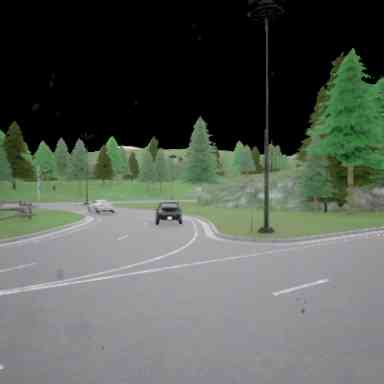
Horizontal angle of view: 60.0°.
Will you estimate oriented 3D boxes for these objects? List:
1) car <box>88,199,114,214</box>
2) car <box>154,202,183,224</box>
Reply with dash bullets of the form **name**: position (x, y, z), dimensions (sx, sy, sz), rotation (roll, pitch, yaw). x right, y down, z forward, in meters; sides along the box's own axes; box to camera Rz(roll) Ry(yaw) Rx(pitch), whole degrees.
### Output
- **car**: position (-9.804, 1.521, 35.823), dimensions (1.812, 1.442, 4.674), rotation (0, 0, -32)
- **car**: position (-1.752, 1.500, 24.893), dimensions (1.837, 1.490, 4.892), rotation (0, 0, -6)
